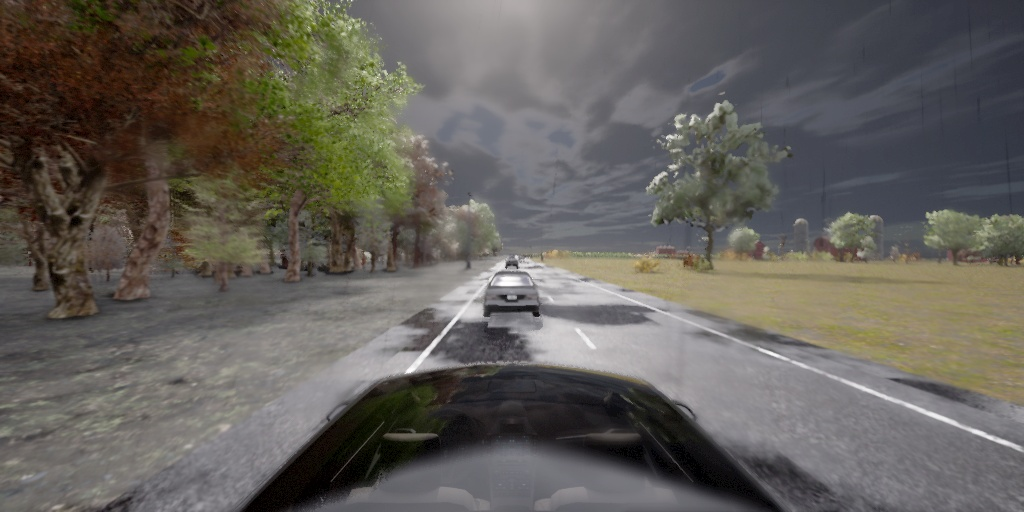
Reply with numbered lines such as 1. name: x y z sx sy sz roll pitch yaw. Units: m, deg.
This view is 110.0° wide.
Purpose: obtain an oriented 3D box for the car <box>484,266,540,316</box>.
1. car: -0.001 1.253 13.065 2.033 1.411 5.357 0 0 0

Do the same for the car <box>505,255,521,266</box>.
1. car: -0.006 1.039 53.452 1.837 1.490 4.892 0 0 0
